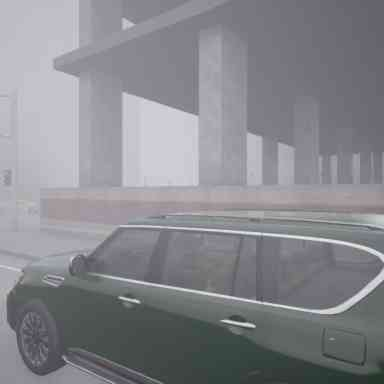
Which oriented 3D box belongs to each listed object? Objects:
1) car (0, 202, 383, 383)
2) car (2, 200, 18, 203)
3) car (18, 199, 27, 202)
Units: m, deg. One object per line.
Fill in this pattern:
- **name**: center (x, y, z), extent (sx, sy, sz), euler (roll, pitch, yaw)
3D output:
- **car**: center (0.098, 1.221, 3.915), extent (5.566, 2.045, 2.150), euler (0, 0, 36)
- **car**: center (-18.343, 1.533, 33.797), extent (1.882, 1.535, 5.008), euler (0, 0, 36)
- **car**: center (-14.293, 1.547, 33.442), extent (2.128, 1.511, 4.902), euler (0, 0, 36)
